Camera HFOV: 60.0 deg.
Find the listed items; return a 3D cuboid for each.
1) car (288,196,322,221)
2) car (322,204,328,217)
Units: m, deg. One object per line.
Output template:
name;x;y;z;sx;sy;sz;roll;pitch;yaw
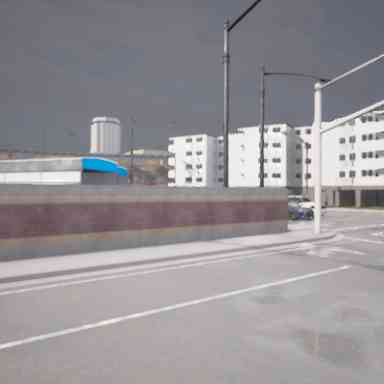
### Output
car;8.362;1.482;28.697;2.097;1.767;4.553;0;0;-33
car;10.271;1.372;32.132;2.150;2.045;5.566;0;0;-35
